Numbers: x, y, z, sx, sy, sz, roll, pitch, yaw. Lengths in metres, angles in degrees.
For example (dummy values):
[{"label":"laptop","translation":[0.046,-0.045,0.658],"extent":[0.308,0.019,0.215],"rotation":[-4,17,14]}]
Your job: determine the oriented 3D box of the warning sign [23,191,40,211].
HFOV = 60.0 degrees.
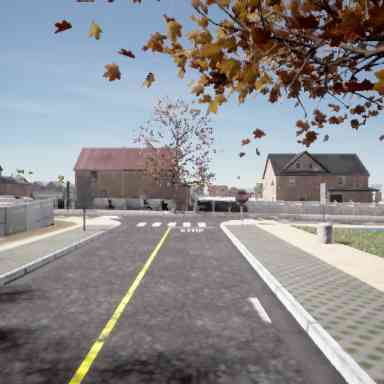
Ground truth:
[{"label":"warning sign","translation":[-15.844,0.877,32.784],"extent":[1.060,1.860,1.300],"rotation":[0,1,0]}]
